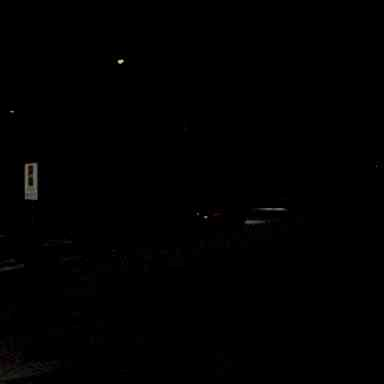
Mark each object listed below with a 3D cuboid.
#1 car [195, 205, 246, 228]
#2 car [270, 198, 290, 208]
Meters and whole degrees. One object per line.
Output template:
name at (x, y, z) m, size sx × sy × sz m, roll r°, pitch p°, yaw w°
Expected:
car at (2.023, 1.539, 22.347) m, size 1.994 × 1.385 × 4.181 m, roll -1°, pitch 0°, yaw 35°
car at (13.080, 1.614, 49.120) m, size 1.812 × 1.442 × 4.674 m, roll -1°, pitch -1°, yaw 35°
